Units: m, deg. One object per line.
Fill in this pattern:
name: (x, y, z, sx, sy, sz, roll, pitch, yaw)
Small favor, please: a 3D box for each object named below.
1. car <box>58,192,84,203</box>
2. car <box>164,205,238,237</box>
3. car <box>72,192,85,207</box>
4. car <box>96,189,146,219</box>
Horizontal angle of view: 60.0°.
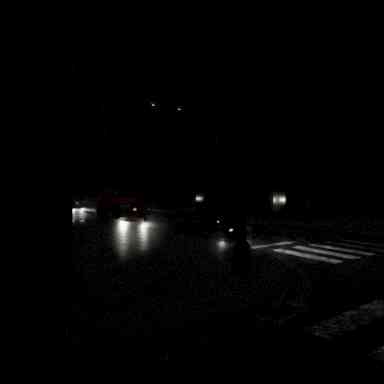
car: (-17.182, 0.712, 47.125, 2.033, 1.411, 5.357, 0, 1, -35)
car: (0.510, 1.376, 16.865, 1.895, 1.301, 4.718, 0, 1, -35)
car: (-13.281, 0.869, 36.490, 2.128, 1.511, 4.902, 0, 1, -35)
car: (-5.595, 0.826, 25.542, 2.150, 2.045, 5.566, 0, 1, -35)
